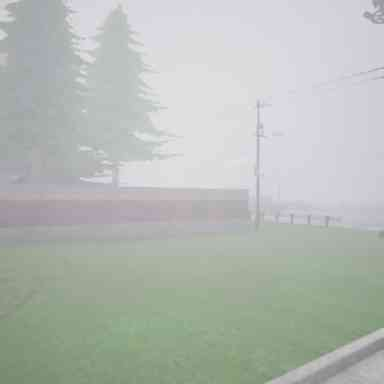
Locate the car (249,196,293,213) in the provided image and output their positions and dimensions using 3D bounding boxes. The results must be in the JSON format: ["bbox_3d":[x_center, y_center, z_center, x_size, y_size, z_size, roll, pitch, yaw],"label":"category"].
[{"bbox_3d":[8.851,1.538,40.175,2.150,2.045,5.566,1,0,-36],"label":"car"}]

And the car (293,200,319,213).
[{"bbox_3d":[14.514,1.881,44.292,2.128,1.511,4.902,1,0,-36],"label":"car"}]
